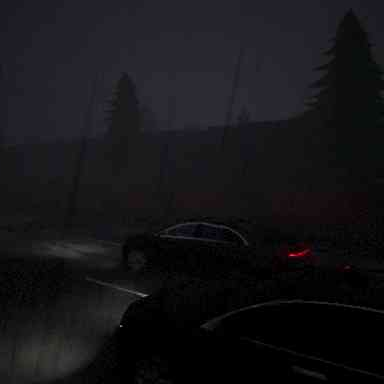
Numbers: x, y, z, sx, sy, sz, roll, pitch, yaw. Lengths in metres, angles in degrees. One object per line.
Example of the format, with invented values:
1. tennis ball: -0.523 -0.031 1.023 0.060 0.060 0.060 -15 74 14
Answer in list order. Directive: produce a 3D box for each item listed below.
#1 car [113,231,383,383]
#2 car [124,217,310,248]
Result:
1. car: 1.364 1.491 3.022 4.892 1.490 1.837 3 2 36
2. car: 0.380 1.358 8.058 4.902 1.511 2.128 2 1 36
